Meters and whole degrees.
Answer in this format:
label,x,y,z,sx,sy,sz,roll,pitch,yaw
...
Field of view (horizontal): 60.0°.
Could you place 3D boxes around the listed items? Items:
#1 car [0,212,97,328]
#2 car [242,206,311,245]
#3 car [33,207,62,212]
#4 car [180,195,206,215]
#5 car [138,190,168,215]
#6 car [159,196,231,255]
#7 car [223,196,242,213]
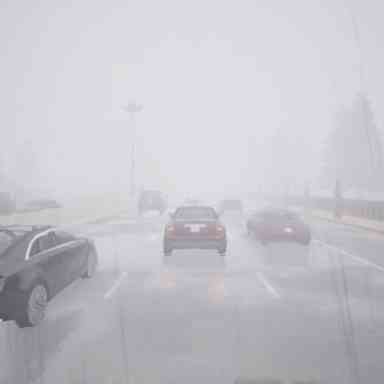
label,x,y,z,sx,sy,sz,roll,pitch,yaw
car,-3.399,1.405,6.785,2.128,1.511,4.902,0,1,0
car,3.603,1.382,14.482,1.994,1.385,4.181,0,1,0
car,-10.595,1.216,23.074,1.837,1.490,4.892,0,1,0
car,0.104,1.115,30.141,2.128,1.511,4.902,0,1,0
car,-3.396,0.855,29.352,2.150,2.045,5.566,0,1,0
car,0.102,1.192,12.734,2.097,1.767,4.553,0,1,0
car,3.605,1.081,31.739,1.882,1.535,5.008,0,1,0
